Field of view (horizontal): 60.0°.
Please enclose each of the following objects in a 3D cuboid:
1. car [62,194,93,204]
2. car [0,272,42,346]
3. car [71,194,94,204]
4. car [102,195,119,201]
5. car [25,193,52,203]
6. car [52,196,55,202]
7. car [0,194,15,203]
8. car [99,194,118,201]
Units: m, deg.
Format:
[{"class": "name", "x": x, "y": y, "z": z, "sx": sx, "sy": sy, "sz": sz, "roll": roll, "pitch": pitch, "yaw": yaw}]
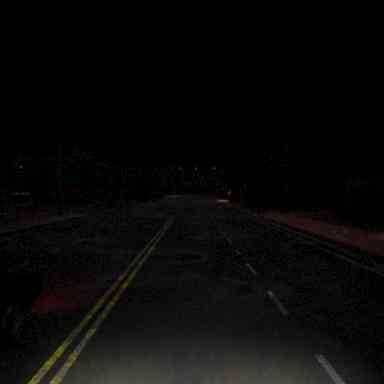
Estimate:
[{"class": "car", "x": -21.464, "y": 1.319, "z": 61.992, "sx": 4.605, "sy": 1.855, "sz": 1.932, "roll": 0, "pitch": 0, "yaw": 0}, {"class": "car", "x": -3.567, "y": 1.611, "z": 3.605, "sx": 1.895, "sy": 1.301, "sz": 4.718, "roll": 0, "pitch": 0, "yaw": 0}, {"class": "car", "x": -21.408, "y": 1.329, "z": 64.887, "sx": 3.866, "sy": 1.878, "sz": 1.905, "roll": 0, "pitch": 0, "yaw": 0}, {"class": "car", "x": -21.417, "y": 1.629, "z": 87.405, "sx": 3.806, "sy": 1.475, "sz": 1.970, "roll": 0, "pitch": 0, "yaw": 0}, {"class": "car", "x": -38.951, "y": 1.378, "z": 84.502, "sx": 4.605, "sy": 1.855, "sz": 1.932, "roll": 0, "pitch": 0, "yaw": 0}, {"class": "car", "x": -38.884, "y": 1.597, "z": 87.398, "sx": 3.905, "sy": 1.438, "sz": 1.784, "roll": 0, "pitch": 0, "yaw": 0}, {"class": "car", "x": -38.873, "y": 1.575, "z": 67.604, "sx": 3.806, "sy": 1.475, "sz": 1.970, "roll": 0, "pitch": 0, "yaw": 0}, {"class": "car", "x": -21.431, "y": 1.382, "z": 84.510, "sx": 3.866, "sy": 1.878, "sz": 1.905, "roll": 0, "pitch": 0, "yaw": 0}]
